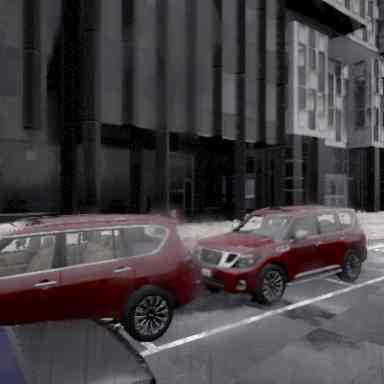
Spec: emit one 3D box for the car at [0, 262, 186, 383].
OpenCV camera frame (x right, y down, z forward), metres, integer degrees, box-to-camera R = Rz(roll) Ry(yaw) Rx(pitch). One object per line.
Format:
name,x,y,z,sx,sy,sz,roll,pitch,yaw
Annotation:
car,-2.665,1.549,1.476,5.357,1.411,2.033,0,0,-35

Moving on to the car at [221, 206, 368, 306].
car,2.346,1.308,8.206,5.009,1.841,2.192,0,0,-36

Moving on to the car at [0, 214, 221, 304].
car,-2.245,1.314,4.930,5.009,1.841,2.192,0,0,-36
